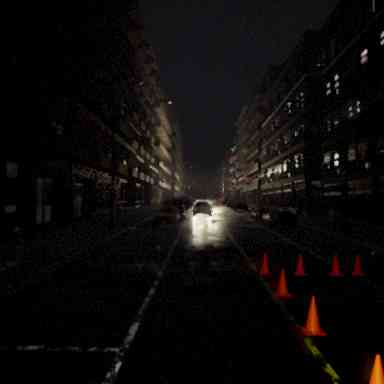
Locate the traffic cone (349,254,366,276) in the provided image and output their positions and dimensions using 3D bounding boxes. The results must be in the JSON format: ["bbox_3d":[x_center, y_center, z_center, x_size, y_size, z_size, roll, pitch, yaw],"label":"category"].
[{"bbox_3d":[4.762,2.070,9.550,0.340,0.580,0.340,1,0,6],"label":"traffic cone"}]

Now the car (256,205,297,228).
[{"bbox_3d":[6.168,1.752,23.871,1.887,1.381,4.507,2,0,1],"label":"car"}]

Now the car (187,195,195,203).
[{"bbox_3d":[-0.229,1.880,90.458,2.192,1.841,5.009,2,0,1],"label":"car"}]

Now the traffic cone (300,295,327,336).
[{"bbox_3d":[2.001,2.010,5.500,0.340,0.580,0.340,1,0,1],"label":"traffic cone"}]

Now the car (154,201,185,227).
[{"bbox_3d":[-1.711,1.611,23.940,1.752,1.417,4.829,2,0,1],"label":"car"}]

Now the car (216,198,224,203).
[{"bbox_3d":[7.603,2.266,90.227,1.802,1.307,4.206,2,0,1],"label":"car"}]

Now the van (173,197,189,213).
[{"bbox_3d":[-1.331,1.524,40.697,1.690,1.788,3.998,2,0,1],"label":"van"}]

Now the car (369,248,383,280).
[{"bbox_3d":[5.805,1.647,7.455,1.752,1.417,4.829,2,0,1],"label":"car"}]

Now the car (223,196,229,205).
[{"bbox_3d":[6.916,1.857,57.048,1.967,1.590,4.097,2,0,1],"label":"car"}]

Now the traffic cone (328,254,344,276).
[{"bbox_3d":[4.088,2.059,9.454,0.340,0.580,0.340,1,0,1],"label":"traffic cone"}]

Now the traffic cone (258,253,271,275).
[{"bbox_3d":[2.090,2.029,9.499,0.340,0.580,0.340,1,0,1],"label":"traffic cone"}]

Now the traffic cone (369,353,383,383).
[{"bbox_3d":[1.956,2.001,3.501,0.340,0.580,0.340,1,0,1],"label":"traffic cone"}]

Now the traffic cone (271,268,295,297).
[{"bbox_3d":[2.045,2.019,7.500,0.340,0.580,0.340,1,0,1],"label":"traffic cone"}]

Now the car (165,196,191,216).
[{"bbox_3d":[-1.575,1.432,29.641,2.192,1.841,5.009,2,0,1],"label":"car"}]

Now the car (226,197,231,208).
[{"bbox_3d":[6.781,1.922,51.518,1.887,1.381,4.507,2,0,1],"label":"car"}]

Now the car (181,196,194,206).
[{"bbox_3d":[-0.840,1.652,62.813,2.192,1.841,5.009,2,0,1],"label":"car"}]

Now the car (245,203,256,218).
[{"bbox_3d":[6.290,1.788,29.401,2.008,1.369,4.403,2,0,1],"label":"car"}]

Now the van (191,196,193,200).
[{"bbox_3d":[-1.209,1.561,46.227,1.690,1.788,3.998,2,0,1],"label":"van"}]

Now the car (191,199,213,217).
[{"bbox_3d":[1.057,1.707,33.942,1.812,1.442,4.674,1,0,1],"label":"car"}]

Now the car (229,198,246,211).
[{"bbox_3d":[6.659,1.884,45.989,1.887,1.381,4.507,2,0,1],"label":"car"}]

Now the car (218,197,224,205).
[{"bbox_3d":[7.124,1.813,68.109,2.192,1.841,5.009,2,0,1],"label":"car"}]

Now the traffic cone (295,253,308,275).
[{"bbox_3d":[3.089,2.044,9.477,0.340,0.580,0.340,1,0,1],"label":"traffic cone"}]

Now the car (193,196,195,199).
[{"bbox_3d":[-0.963,1.612,57.285,2.192,1.841,5.009,2,0,1],"label":"car"}]
